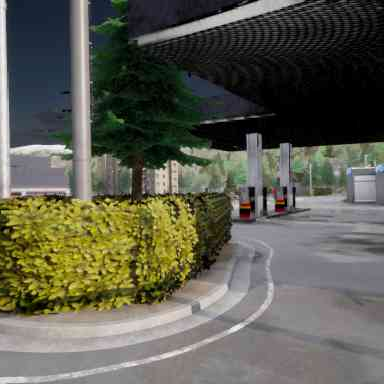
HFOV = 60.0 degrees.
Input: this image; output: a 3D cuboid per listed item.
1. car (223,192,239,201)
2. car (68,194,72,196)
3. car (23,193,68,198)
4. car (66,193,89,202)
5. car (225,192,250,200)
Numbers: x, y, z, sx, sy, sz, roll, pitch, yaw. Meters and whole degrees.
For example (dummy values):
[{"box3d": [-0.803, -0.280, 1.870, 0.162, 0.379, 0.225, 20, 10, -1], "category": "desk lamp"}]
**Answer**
[{"box3d": [7.405, 0.851, 63.928, 5.027, 1.636, 2.152, -1, 1, 35], "category": "car"}, {"box3d": [-24.271, 1.124, 63.885, 3.866, 1.878, 1.905, -1, 1, 35], "category": "car"}, {"box3d": [-14.795, 1.183, 33.599, 3.866, 1.878, 1.905, -1, 1, 35], "category": "car"}, {"box3d": [-22.926, 1.103, 66.494, 4.605, 1.855, 1.932, -1, 1, 35], "category": "car"}, {"box3d": [9.177, 0.812, 66.517, 4.514, 1.523, 2.007, -1, 1, 35], "category": "car"}]
